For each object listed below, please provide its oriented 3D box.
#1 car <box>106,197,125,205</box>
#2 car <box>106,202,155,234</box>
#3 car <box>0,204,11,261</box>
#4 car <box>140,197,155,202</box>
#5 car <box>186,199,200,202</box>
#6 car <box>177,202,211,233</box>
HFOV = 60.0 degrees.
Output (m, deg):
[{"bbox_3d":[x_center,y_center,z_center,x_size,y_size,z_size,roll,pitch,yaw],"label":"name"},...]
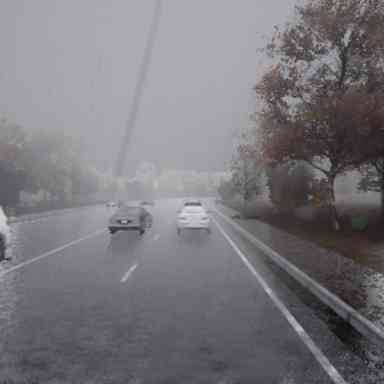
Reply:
[{"bbox_3d":[-10.573,1.489,46.249,2.128,1.511,4.902,0,0,0],"label":"car"},{"bbox_3d":[-3.402,1.547,19.202,2.033,1.411,5.357,0,0,0],"label":"car"},{"bbox_3d":[-7.101,1.221,8.821,2.150,2.045,5.566,0,0,0],"label":"car"},{"bbox_3d":[-7.031,1.562,52.818,1.994,1.385,4.181,0,0,1],"label":"car"},{"bbox_3d":[0.098,1.476,37.361,1.882,1.535,5.008,0,0,0],"label":"car"},{"bbox_3d":[0.100,1.525,19.532,1.812,1.442,4.674,0,0,0],"label":"car"}]
